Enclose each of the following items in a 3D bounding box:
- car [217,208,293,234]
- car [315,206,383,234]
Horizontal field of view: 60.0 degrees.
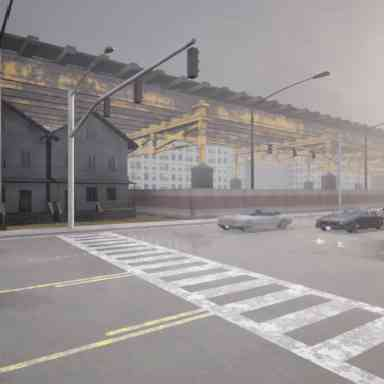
[{"bbox_3d":[3.729,1.601,19.535,4.718,1.301,1.895,0,0,-35],"label":"car"},{"bbox_3d":[9.430,1.547,19.297,5.357,1.411,2.033,0,0,-35],"label":"car"}]
